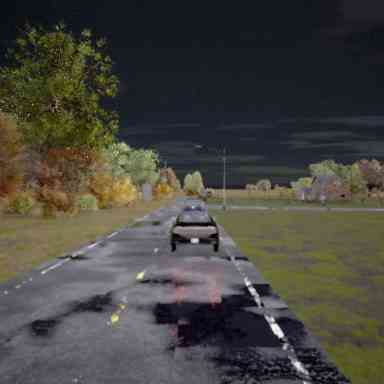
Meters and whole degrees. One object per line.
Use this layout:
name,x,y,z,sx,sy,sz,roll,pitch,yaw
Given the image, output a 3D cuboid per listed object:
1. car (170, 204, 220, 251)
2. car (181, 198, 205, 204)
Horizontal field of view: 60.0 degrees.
car,0.103,1.477,14.045,2.128,1.511,4.902,0,0,0
car,0.099,1.318,29.981,2.097,1.767,4.553,0,0,0
